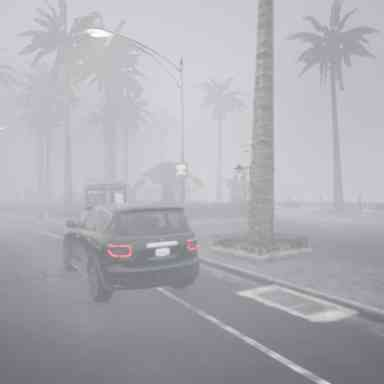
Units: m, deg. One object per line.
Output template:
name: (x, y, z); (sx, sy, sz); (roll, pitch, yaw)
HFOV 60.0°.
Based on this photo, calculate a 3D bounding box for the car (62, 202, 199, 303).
car: (-1.925, 1.294, 8.802); (2.150, 2.045, 5.566); (0, 0, -30)
